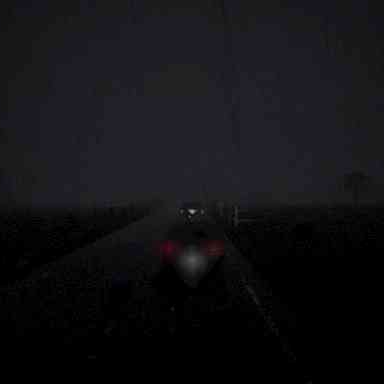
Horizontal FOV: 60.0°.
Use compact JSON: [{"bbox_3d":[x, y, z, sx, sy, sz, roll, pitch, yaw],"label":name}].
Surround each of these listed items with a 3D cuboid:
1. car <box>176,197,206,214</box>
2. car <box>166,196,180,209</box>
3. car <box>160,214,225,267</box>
[{"bbox_3d":[0.037,1.555,27.278,2.097,1.767,4.553,0,0,0],"label":"car"},{"bbox_3d":[-2.843,1.628,53.194,2.150,2.045,5.566,0,0,0],"label":"car"},{"bbox_3d":[0.037,1.688,11.774,1.895,1.301,4.718,0,0,0],"label":"car"}]
